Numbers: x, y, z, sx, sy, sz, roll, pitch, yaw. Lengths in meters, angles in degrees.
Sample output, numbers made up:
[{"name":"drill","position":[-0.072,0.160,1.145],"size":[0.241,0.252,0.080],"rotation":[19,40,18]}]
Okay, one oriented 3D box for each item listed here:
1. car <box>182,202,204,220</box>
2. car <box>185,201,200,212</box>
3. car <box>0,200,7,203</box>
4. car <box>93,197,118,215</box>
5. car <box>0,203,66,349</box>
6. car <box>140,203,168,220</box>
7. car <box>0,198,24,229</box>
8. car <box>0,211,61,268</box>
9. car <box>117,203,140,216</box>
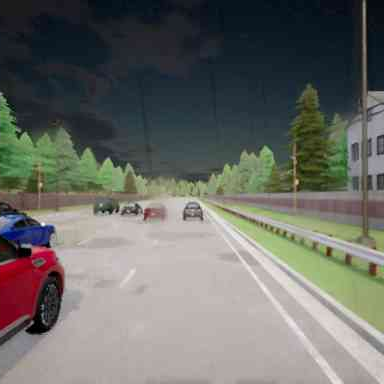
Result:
[{"name":"car","position":[0.101,1.842,31.855],"size":[2.128,1.511,4.902],"rotation":[0,-1,0]},{"name":"car","position":[0.105,2.076,47.690],"size":[2.033,1.411,5.357],"rotation":[0,-1,0]},{"name":"car","position":[-10.398,1.409,16.751],"size":[2.150,2.045,5.566],"rotation":[0,0,0]},{"name":"car","position":[-10.395,1.674,40.714],"size":[2.150,2.045,5.566],"rotation":[0,0,0]},{"name":"car","position":[-3.398,1.266,3.771],"size":[2.150,2.045,5.566],"rotation":[0,0,0]},{"name":"car","position":[-3.396,1.830,31.764],"size":[1.882,1.535,5.008],"rotation":[0,0,0]},{"name":"car","position":[-13.896,1.474,22.644],"size":[2.150,2.045,5.566],"rotation":[0,0,0]},{"name":"car","position":[-6.898,1.619,12.668],"size":[1.882,1.535,5.008],"rotation":[0,0,0]},{"name":"car","position":[-6.902,1.951,38.408],"size":[1.812,1.442,4.674],"rotation":[0,0,0]}]
